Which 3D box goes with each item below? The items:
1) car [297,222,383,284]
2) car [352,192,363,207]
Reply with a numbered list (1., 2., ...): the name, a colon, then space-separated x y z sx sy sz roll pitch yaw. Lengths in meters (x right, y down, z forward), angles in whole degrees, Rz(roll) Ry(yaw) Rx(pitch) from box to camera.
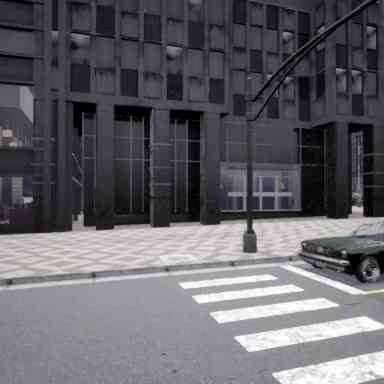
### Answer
1. car: 5.350 1.507 9.162 4.718 1.301 1.895 -1 0 -19
2. car: 20.857 0.948 43.630 2.150 2.045 5.566 0 -1 -17
